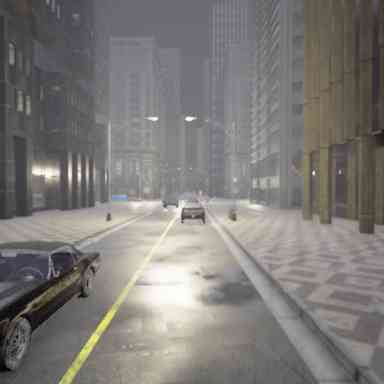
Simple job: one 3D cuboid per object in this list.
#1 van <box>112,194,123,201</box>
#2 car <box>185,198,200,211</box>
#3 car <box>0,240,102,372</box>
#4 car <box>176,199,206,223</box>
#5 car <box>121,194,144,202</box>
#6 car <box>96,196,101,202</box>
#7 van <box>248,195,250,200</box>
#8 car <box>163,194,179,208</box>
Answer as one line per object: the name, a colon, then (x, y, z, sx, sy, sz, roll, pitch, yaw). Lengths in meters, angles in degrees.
van: (-20.263, 1.552, 92.887, 3.998, 1.788, 1.690, 0, 1, 0)
car: (0.079, 1.621, 43.158, 1.837, 1.490, 4.892, 0, 0, 0)
car: (-3.102, 1.613, 5.776, 1.895, 1.301, 4.718, 0, 0, 0)
car: (0.090, 1.556, 26.282, 2.128, 1.511, 4.902, 0, 0, 0)
car: (-14.661, 1.856, 84.381, 4.829, 1.417, 1.752, 0, 1, 0)
car: (-25.411, 1.843, 84.344, 4.507, 1.381, 1.887, 0, 1, 0)
van: (17.721, 1.677, 93.056, 3.998, 1.788, 1.690, 0, 0, 0)
car: (-3.082, 1.364, 49.692, 2.150, 2.045, 5.566, 0, -1, 0)
